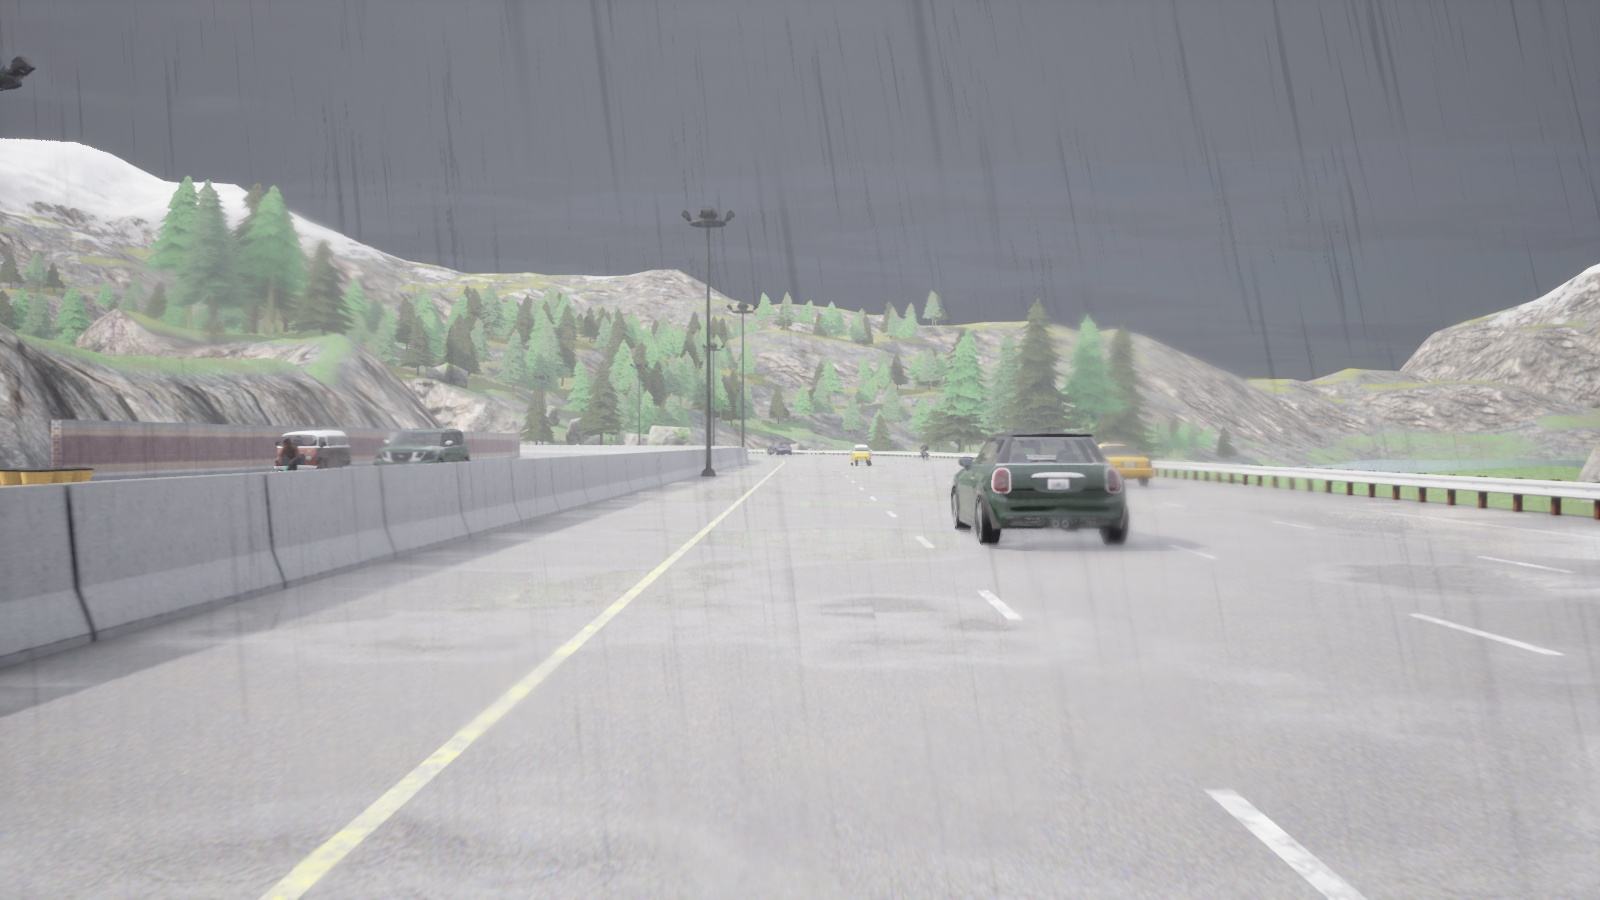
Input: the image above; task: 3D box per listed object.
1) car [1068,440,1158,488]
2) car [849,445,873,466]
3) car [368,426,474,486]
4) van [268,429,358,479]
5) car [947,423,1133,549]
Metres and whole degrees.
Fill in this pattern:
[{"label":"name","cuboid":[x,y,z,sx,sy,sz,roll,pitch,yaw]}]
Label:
[{"label":"car","cuboid":[10.766,0.449,43.521,1.801,1.575,5.366,0,0,0]},{"label":"car","cuboid":[3.988,0.342,82.064,1.481,1.376,2.207,0,1,0]},{"label":"car","cuboid":[-13.719,0.196,45.868,2.150,2.045,5.566,0,0,1]},{"label":"van","cuboid":[-20.677,0.152,53.474,2.069,2.038,4.480,0,0,0]},{"label":"car","cuboid":[3.630,0.496,19.891,2.097,1.767,4.553,0,0,0]}]
